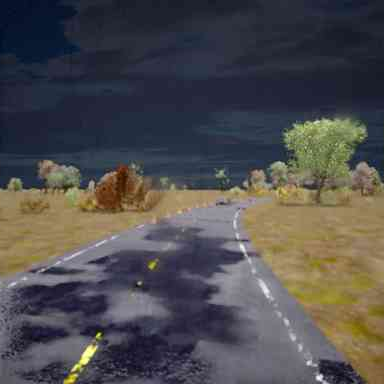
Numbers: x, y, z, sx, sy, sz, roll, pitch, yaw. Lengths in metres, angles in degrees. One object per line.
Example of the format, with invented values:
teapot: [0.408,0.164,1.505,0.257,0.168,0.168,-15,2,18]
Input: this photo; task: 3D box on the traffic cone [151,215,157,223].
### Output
traffic cone: [-2.701,1.893,23.729,0.340,0.580,0.340,0,0,7]

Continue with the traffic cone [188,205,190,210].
traffic cone: [-0.306,1.845,38.735,0.340,0.580,0.340,0,0,11]

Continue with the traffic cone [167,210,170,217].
traffic cone: [-2.026,1.878,28.750,0.340,0.580,0.340,0,0,8]

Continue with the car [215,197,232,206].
car: [4.761,1.421,49.908,1.994,1.385,4.181,0,0,15]
